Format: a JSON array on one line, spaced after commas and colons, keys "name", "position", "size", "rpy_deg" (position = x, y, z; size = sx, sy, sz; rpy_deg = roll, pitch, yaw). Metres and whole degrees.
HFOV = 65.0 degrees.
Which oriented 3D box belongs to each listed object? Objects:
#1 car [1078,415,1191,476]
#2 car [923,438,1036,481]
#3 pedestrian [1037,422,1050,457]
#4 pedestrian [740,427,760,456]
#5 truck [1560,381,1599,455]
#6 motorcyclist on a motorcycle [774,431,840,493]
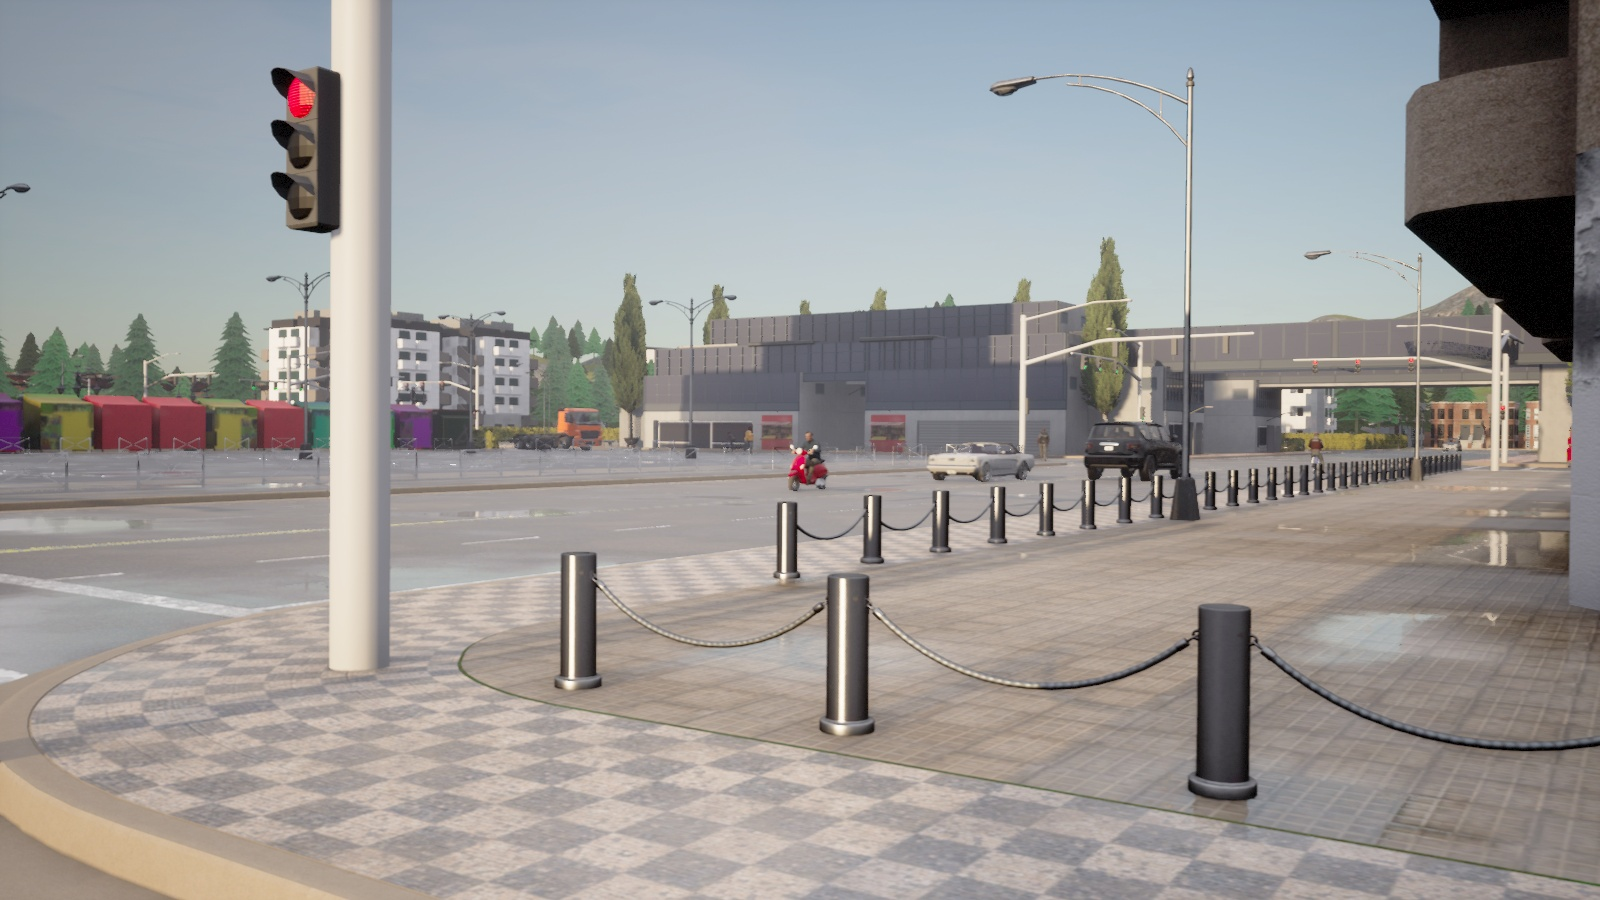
[{"name": "car", "position": [11.935, -0.192, 44.500], "size": [2.150, 2.045, 5.566], "rpy_deg": [0, 1, 34]}, {"name": "car", "position": [6.076, 0.280, 42.062], "size": [1.895, 1.301, 4.718], "rpy_deg": [0, 1, 34]}, {"name": "pedestrian", "position": [13.079, -0.562, 67.450], "size": [0.563, 1.883, 0.849], "rpy_deg": [-1, 1, 2]}, {"name": "pedestrian", "position": [-3.184, -0.553, 79.513], "size": [0.900, 1.855, 0.874], "rpy_deg": [0, 1, 36]}, {"name": "truck", "position": [44.064, -1.660, 64.522], "size": [8.468, 3.827, 2.891], "rpy_deg": [0, 1, 34]}, {"name": "motorcyclist on a motorcycle", "position": [0.197, 0.306, 33.357], "size": [0.866, 1.590, 1.817], "rpy_deg": [0, 1, 34]}]
